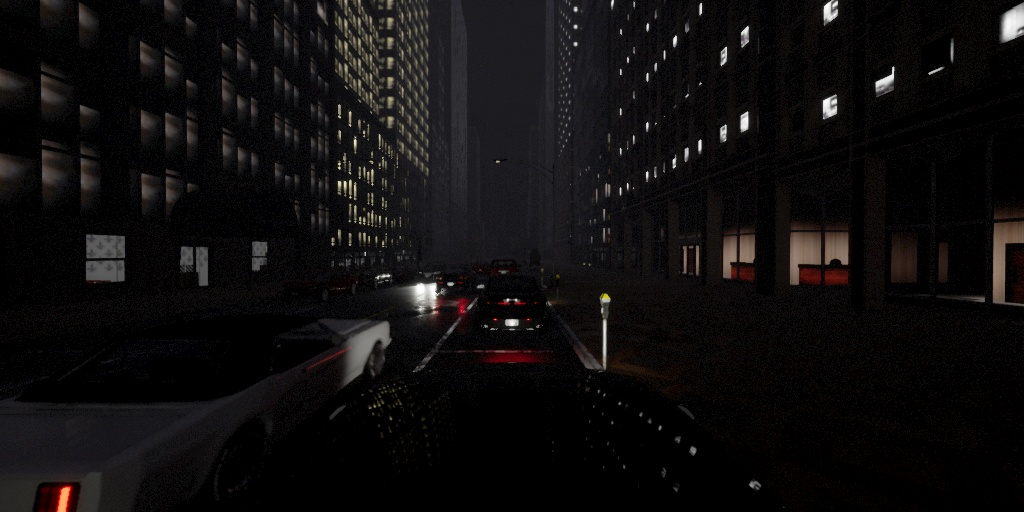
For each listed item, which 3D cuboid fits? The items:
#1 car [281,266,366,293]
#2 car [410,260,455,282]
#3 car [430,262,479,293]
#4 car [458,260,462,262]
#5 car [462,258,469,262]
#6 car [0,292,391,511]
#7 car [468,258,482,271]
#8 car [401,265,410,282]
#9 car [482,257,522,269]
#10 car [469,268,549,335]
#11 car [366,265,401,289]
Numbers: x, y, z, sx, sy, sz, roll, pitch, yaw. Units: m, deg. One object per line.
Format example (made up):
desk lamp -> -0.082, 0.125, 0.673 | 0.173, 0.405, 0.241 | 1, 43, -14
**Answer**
car -> -8.837, 1.292, 16.839 | 1.888, 1.381, 4.507 | 0, 0, 0
car -> -6.244, 1.237, 28.839 | 2.128, 1.511, 4.902 | 0, 0, 0
car -> -3.153, 1.272, 20.657 | 1.812, 1.442, 4.674 | 0, 0, 0
car -> -8.837, 1.291, 50.940 | 2.007, 1.370, 4.403 | 0, 0, 0
car -> -8.837, 1.320, 62.308 | 1.802, 1.307, 4.207 | 0, 0, 0
car -> -3.049, 1.350, 4.223 | 1.895, 1.301, 4.718 | 0, 0, 0
car -> -3.047, 1.221, 37.183 | 1.882, 1.535, 5.008 | 0, 0, 0
car -> -8.837, 1.327, 28.206 | 1.802, 1.307, 4.207 | 0, 0, 0
car -> -0.457, 1.061, 22.523 | 2.192, 1.841, 5.009 | 0, 0, 0
car -> -0.001, 1.252, 10.501 | 1.837, 1.490, 4.892 | 0, 0, 0
car -> -8.838, 1.297, 22.523 | 2.007, 1.370, 4.403 | 0, 0, 0
